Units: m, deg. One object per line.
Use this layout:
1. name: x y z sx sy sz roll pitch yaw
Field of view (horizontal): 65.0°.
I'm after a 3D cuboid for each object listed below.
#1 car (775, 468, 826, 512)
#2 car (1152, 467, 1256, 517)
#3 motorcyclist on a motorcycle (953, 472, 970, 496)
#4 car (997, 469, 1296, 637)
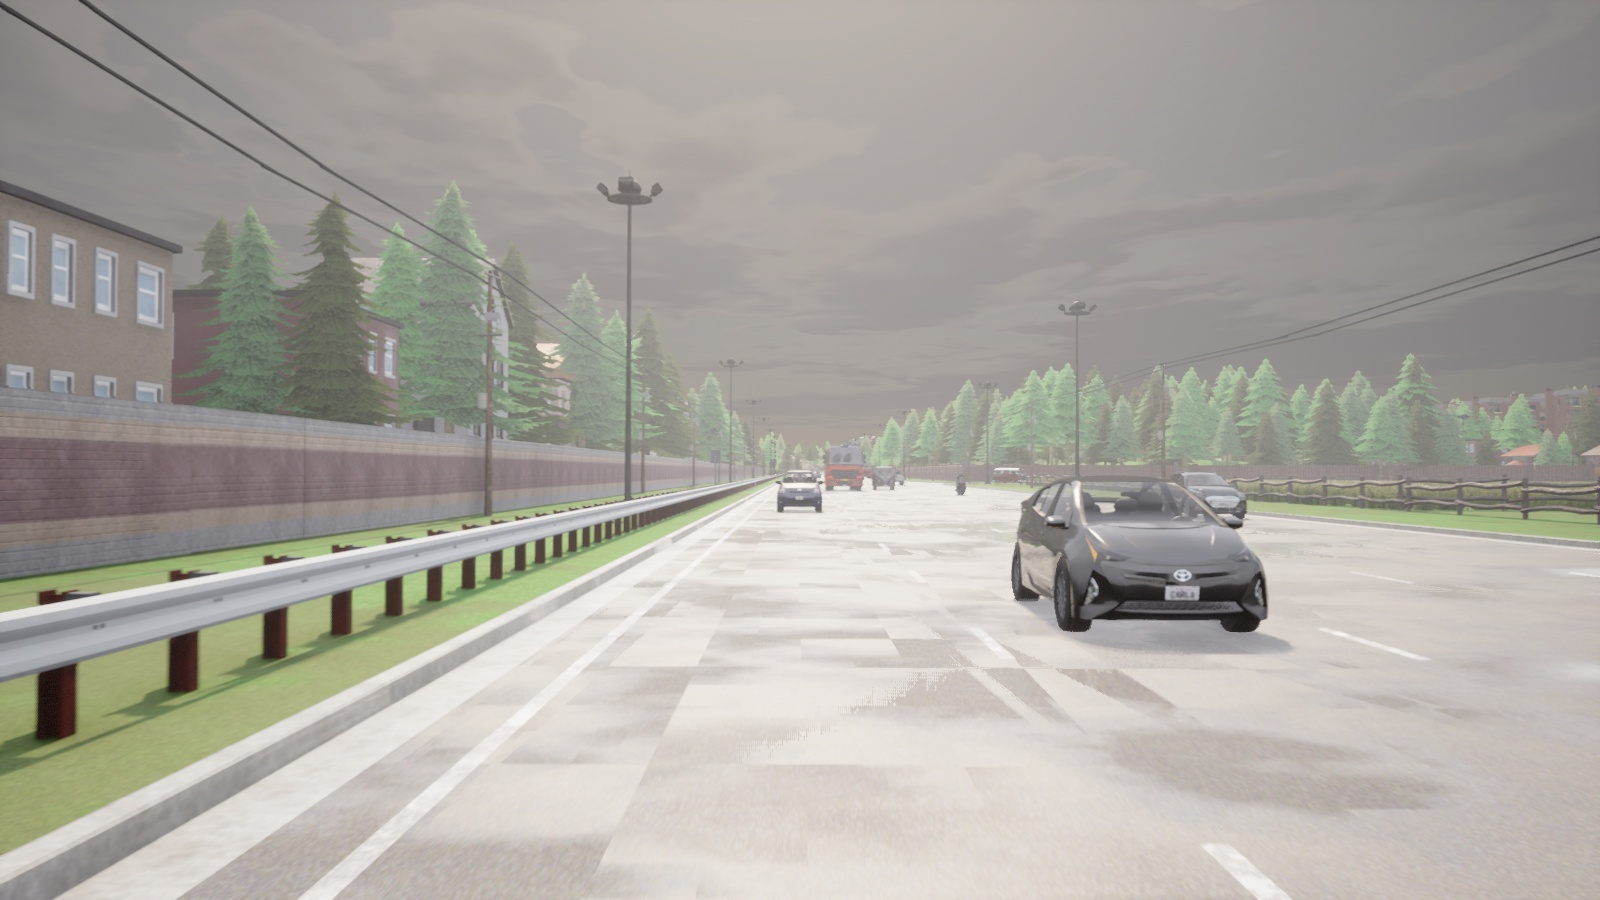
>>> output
1. car: 0.022 1.523 48.388 1.851 1.617 3.988 0 -1 0
2. car: 14.020 1.427 43.892 2.033 1.649 4.856 0 -1 0
3. motorcyclist on a motorcycle: 10.538 2.182 81.931 0.866 1.530 2.191 0 -1 0
4. car: 3.506 0.977 13.698 2.007 1.525 4.514 0 -1 0
